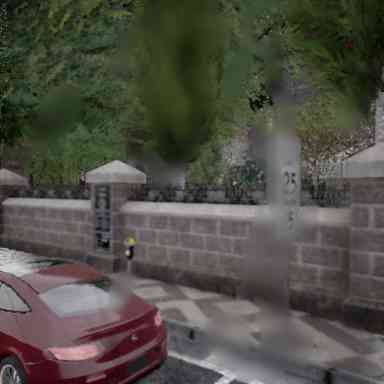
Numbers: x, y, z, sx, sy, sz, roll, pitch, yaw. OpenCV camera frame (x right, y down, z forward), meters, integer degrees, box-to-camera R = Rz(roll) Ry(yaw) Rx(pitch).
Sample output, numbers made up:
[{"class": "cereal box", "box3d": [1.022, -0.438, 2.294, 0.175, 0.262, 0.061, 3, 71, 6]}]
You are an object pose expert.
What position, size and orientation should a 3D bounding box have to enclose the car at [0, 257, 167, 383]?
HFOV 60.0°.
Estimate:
[{"class": "car", "box3d": [-2.222, 1.593, 4.594, 4.206, 1.307, 1.802, 0, 0, 36]}]
